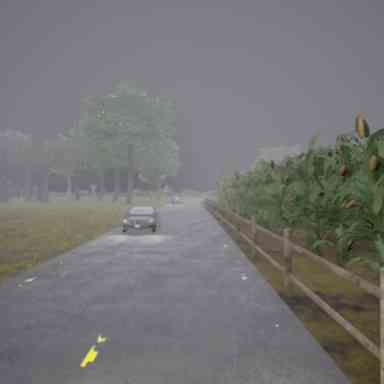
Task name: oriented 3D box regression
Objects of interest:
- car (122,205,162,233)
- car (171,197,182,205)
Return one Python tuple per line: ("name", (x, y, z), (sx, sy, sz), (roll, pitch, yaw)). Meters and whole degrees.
("car", (-2.849, 1.513, 19.646), (1.812, 1.442, 4.674), (0, 0, 0))
("car", (-2.797, 1.560, 60.521), (1.812, 1.442, 4.674), (0, 0, 1))
